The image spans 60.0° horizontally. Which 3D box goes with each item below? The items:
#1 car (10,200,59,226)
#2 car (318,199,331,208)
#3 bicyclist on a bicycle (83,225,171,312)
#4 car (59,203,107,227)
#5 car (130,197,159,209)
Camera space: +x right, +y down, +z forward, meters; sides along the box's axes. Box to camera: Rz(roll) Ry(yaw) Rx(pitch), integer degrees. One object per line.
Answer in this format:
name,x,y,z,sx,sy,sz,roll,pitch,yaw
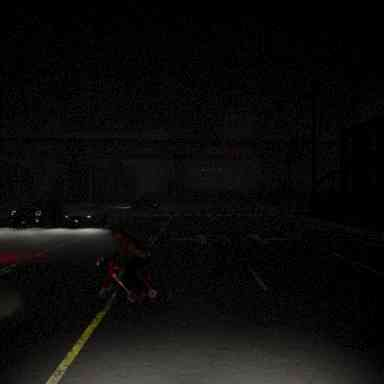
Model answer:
car,-10.659,1.352,23.183,2.097,1.767,4.553,0,0,0
car,17.327,1.526,40.146,4.674,1.442,1.812,0,0,0
bicyclist on a bicycle,-1.217,1.453,6.221,1.656,1.620,0.582,-1,0,0
car,-7.160,1.525,22.867,1.812,1.442,4.674,0,0,0
car,-6.566,1.505,45.438,1.837,1.490,4.892,0,0,-45
